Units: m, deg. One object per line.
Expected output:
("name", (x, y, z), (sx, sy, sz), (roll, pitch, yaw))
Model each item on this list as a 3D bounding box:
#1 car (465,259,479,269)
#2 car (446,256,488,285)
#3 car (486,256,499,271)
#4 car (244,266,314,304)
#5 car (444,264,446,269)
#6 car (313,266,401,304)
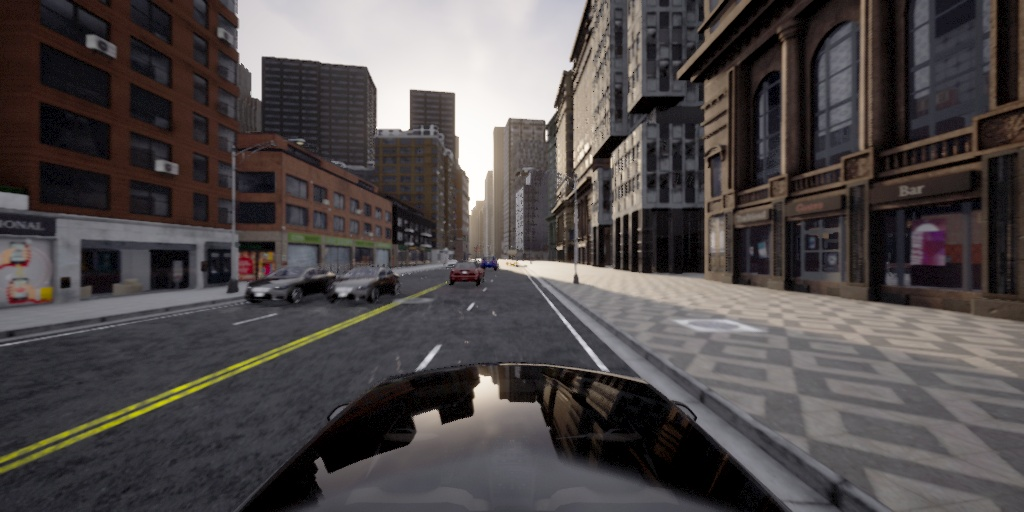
("car", (-6.528, 1.295, 59.097), (1.812, 1.442, 4.674), (0, 0, 1))
("car", (-3.148, 1.107, 26.007), (2.097, 1.767, 4.553), (0, 0, 0))
("car", (-3.143, 0.986, 50.578), (2.150, 2.045, 5.566), (0, 0, 0))
("car", (-9.846, 1.243, 16.435), (2.128, 1.511, 4.902), (0, 0, 0))
("car", (-9.778, 1.295, 59.099), (1.812, 1.442, 4.674), (0, 0, 1))
("car", (-6.597, 1.243, 16.456), (2.128, 1.511, 4.902), (0, 0, 0))
